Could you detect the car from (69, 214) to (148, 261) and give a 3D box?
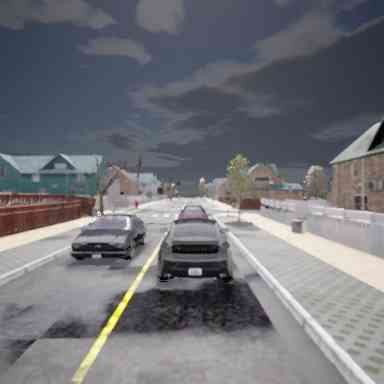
[{"bbox_3d":[-2.845,1.547,12.622,2.033,1.411,5.357,0,0,0],"label":"car"}]

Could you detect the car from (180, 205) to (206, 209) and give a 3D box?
[{"bbox_3d":[0.078,1.570,22.654,1.994,1.385,4.181,0,0,0],"label":"car"}]

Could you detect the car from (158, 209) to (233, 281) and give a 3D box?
[{"bbox_3d":[0.085,1.506,9.830,1.837,1.490,4.892,0,1,0],"label":"car"}]
